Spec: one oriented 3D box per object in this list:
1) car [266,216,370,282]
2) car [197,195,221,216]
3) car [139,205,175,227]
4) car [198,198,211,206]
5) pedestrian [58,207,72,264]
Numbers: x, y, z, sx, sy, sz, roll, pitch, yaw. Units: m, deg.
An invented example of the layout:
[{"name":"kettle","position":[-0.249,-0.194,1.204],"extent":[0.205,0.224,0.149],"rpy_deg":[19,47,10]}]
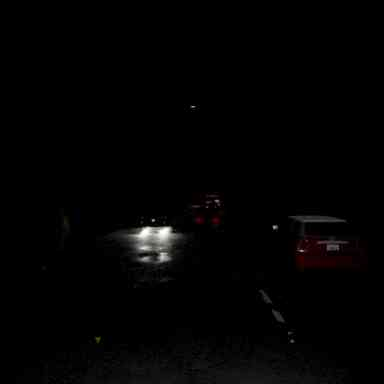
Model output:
[{"name":"car","position":[3.385,1.416,9.667],"extent":[1.970,1.475,3.806],"rpy_deg":[0,0,2]},{"name":"car","position":[1.648,1.471,33.674],"extent":[2.097,1.767,4.553],"rpy_deg":[0,0,5]},{"name":"car","position":[-2.336,1.613,22.968],"extent":[1.994,1.385,4.181],"rpy_deg":[0,0,4]},{"name":"car","position":[2.468,1.944,64.681],"extent":[1.895,1.301,4.718],"rpy_deg":[0,0,10]},{"name":"pedestrian","position":[-3.923,1.303,10.390],"extent":[0.375,1.860,0.375],"rpy_deg":[-1,1,-13]}]
